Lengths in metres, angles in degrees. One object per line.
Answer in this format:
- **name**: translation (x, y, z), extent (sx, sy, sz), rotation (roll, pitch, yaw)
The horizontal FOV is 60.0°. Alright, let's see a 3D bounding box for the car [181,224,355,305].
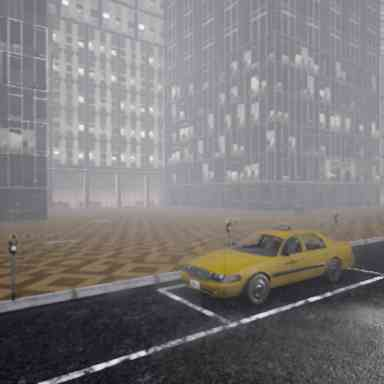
- **car**: translation (2.020, 1.495, 8.001), extent (4.829, 1.417, 1.752), rotation (0, 0, -35)
